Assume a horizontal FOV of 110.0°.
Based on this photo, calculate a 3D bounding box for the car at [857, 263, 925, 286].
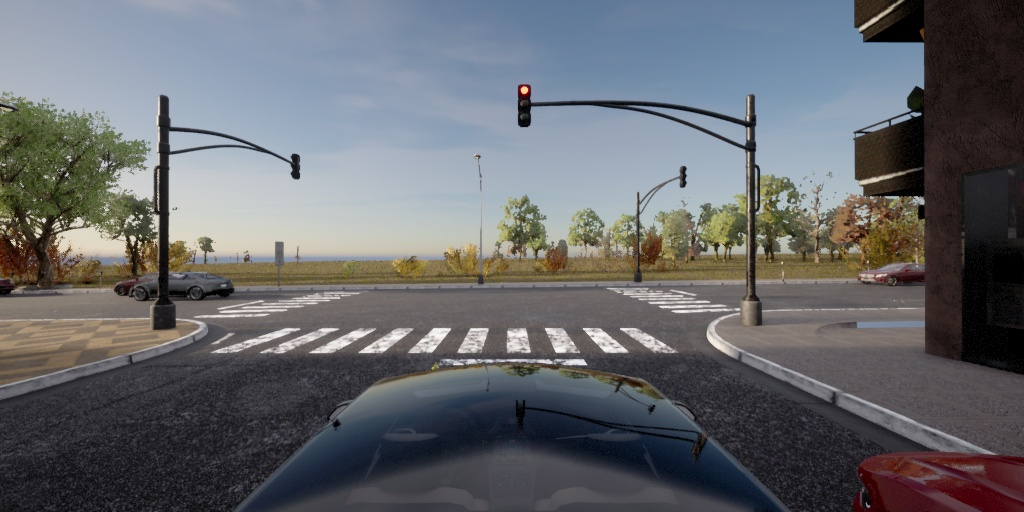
[{"bbox_3d":[22.951,1.055,21.144,4.207,1.307,1.802,0,0,0],"label":"car"}]

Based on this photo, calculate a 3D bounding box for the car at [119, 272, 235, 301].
[{"bbox_3d":[-16.717,1.501,18.275,4.181,1.385,1.994,-1,0,0],"label":"car"}]

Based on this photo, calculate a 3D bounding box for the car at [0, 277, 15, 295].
[{"bbox_3d":[-31.639,1.707,20.815,4.207,1.307,1.802,0,0,0],"label":"car"}]

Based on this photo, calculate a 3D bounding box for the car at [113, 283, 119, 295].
[{"bbox_3d":[-20.556,1.574,20.937,4.207,1.307,1.802,0,0,0],"label":"car"}]
